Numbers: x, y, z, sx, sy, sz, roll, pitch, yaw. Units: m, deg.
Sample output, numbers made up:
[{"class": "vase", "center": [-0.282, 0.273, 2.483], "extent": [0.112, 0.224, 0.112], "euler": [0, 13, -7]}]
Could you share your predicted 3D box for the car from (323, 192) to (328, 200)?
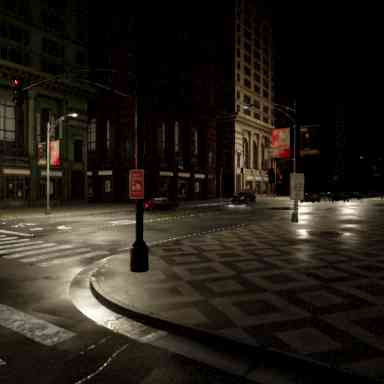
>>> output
[{"class": "car", "center": [22.996, 0.716, 56.667], "extent": [2.128, 1.511, 4.902], "euler": [0, 1, 35]}]

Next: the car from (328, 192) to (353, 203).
[{"class": "car", "center": [22.451, 0.836, 50.297], "extent": [1.812, 1.442, 4.674], "euler": [0, 1, 36]}]

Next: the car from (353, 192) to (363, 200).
[{"class": "car", "center": [29.608, 0.678, 60.373], "extent": [1.812, 1.442, 4.674], "euler": [0, 1, 35]}]

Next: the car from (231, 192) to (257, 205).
[{"class": "car", "center": [7.143, 0.771, 45.867], "extent": [2.097, 1.767, 4.553], "euler": [0, 1, 36]}]

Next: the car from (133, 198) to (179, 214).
[{"class": "car", "center": [-3.314, 1.248, 31.210], "extent": [1.895, 1.301, 4.718], "euler": [0, 1, 35]}]

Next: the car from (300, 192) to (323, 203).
[{"class": "car", "center": [17.254, 0.915, 48.585], "extent": [1.994, 1.385, 4.181], "euler": [0, 1, 35]}]
